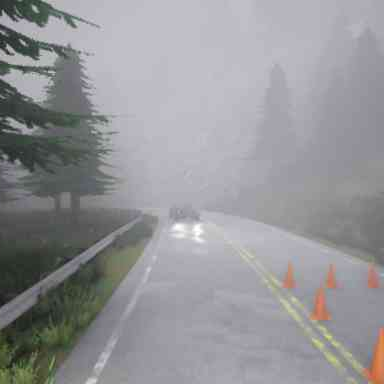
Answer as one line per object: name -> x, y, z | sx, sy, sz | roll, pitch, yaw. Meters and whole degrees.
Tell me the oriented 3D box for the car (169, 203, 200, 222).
car -> -0.629, 1.560, 26.166 | 1.895, 1.301, 4.718 | 0, 0, -10
